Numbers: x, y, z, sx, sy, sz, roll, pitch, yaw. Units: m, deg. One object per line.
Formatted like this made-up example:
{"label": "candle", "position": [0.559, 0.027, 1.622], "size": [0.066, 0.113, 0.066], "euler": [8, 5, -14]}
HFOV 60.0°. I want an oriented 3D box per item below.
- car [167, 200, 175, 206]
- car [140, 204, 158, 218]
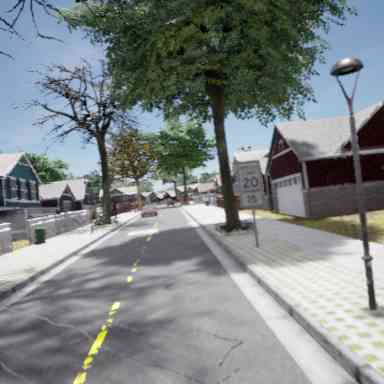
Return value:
{"label": "car", "position": [-4.941, 2.580, 77.100], "size": [1.895, 1.301, 4.718], "euler": [-6, -1, -4]}
{"label": "car", "position": [-5.389, 2.340, 42.191], "size": [1.812, 1.442, 4.674], "euler": [-6, 0, -4]}
